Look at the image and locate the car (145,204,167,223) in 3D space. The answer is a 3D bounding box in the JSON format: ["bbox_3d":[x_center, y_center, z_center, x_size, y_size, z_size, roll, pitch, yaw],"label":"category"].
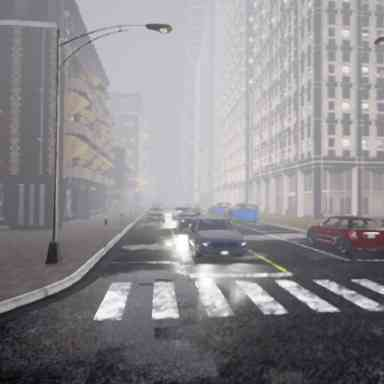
[{"bbox_3d":[-3.296,2.107,30.697,2.008,1.369,4.403,1,-1,-5],"label":"car"}]

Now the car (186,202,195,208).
[{"bbox_3d":[-0.382,3.418,87.711,1.802,1.307,4.206,1,-1,-5],"label":"car"}]

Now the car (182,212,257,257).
[{"bbox_3d":[0.896,1.792,14.271,2.033,1.411,5.357,1,-1,-6],"label":"car"}]

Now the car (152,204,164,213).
[{"bbox_3d":[-5.467,2.605,53.181,1.802,1.307,4.206,1,-1,-5],"label":"car"}]

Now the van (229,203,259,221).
[{"bbox_3d":[5.048,1.997,31.504,1.690,1.788,3.998,1,-1,-5],"label":"van"}]

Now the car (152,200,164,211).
[{"bbox_3d":[-6.550,2.575,64.430,2.192,1.841,5.009,1,-1,-5],"label":"car"}]

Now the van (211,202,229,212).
[{"bbox_3d":[3.963,2.230,42.747,1.690,1.788,3.998,1,-1,-5],"label":"van"}]

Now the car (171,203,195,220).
[{"bbox_3d":[-1.046,2.185,34.439,1.812,1.442,4.674,1,-1,-5],"label":"car"}]

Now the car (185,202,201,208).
[{"bbox_3d":[0.432,2.554,52.329,2.128,1.511,4.902,1,-1,-5],"label":"car"}]

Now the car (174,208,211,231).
[{"bbox_3d":[-0.064,2.049,24.191,1.895,1.301,4.718,1,-1,-6],"label":"car"}]

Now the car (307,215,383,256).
[{"bbox_3d":[6.676,1.750,14.638,1.967,1.590,4.097,1,-1,-5],"label":"car"}]

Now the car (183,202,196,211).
[{"bbox_3d":[-0.533,2.750,62.323,1.882,1.535,5.008,1,-1,-5],"label":"car"}]

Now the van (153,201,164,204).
[{"bbox_3d":[-4.922,2.247,47.565,1.690,1.788,3.998,1,-1,-5],"label":"van"}]

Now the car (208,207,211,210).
[{"bbox_3d":[3.417,2.571,48.363,1.947,1.339,4.313,1,-1,-5],"label":"car"}]

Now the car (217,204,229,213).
[{"bbox_3d":[4.503,2.323,37.121,2.008,1.369,4.403,1,-1,-5],"label":"car"}]
